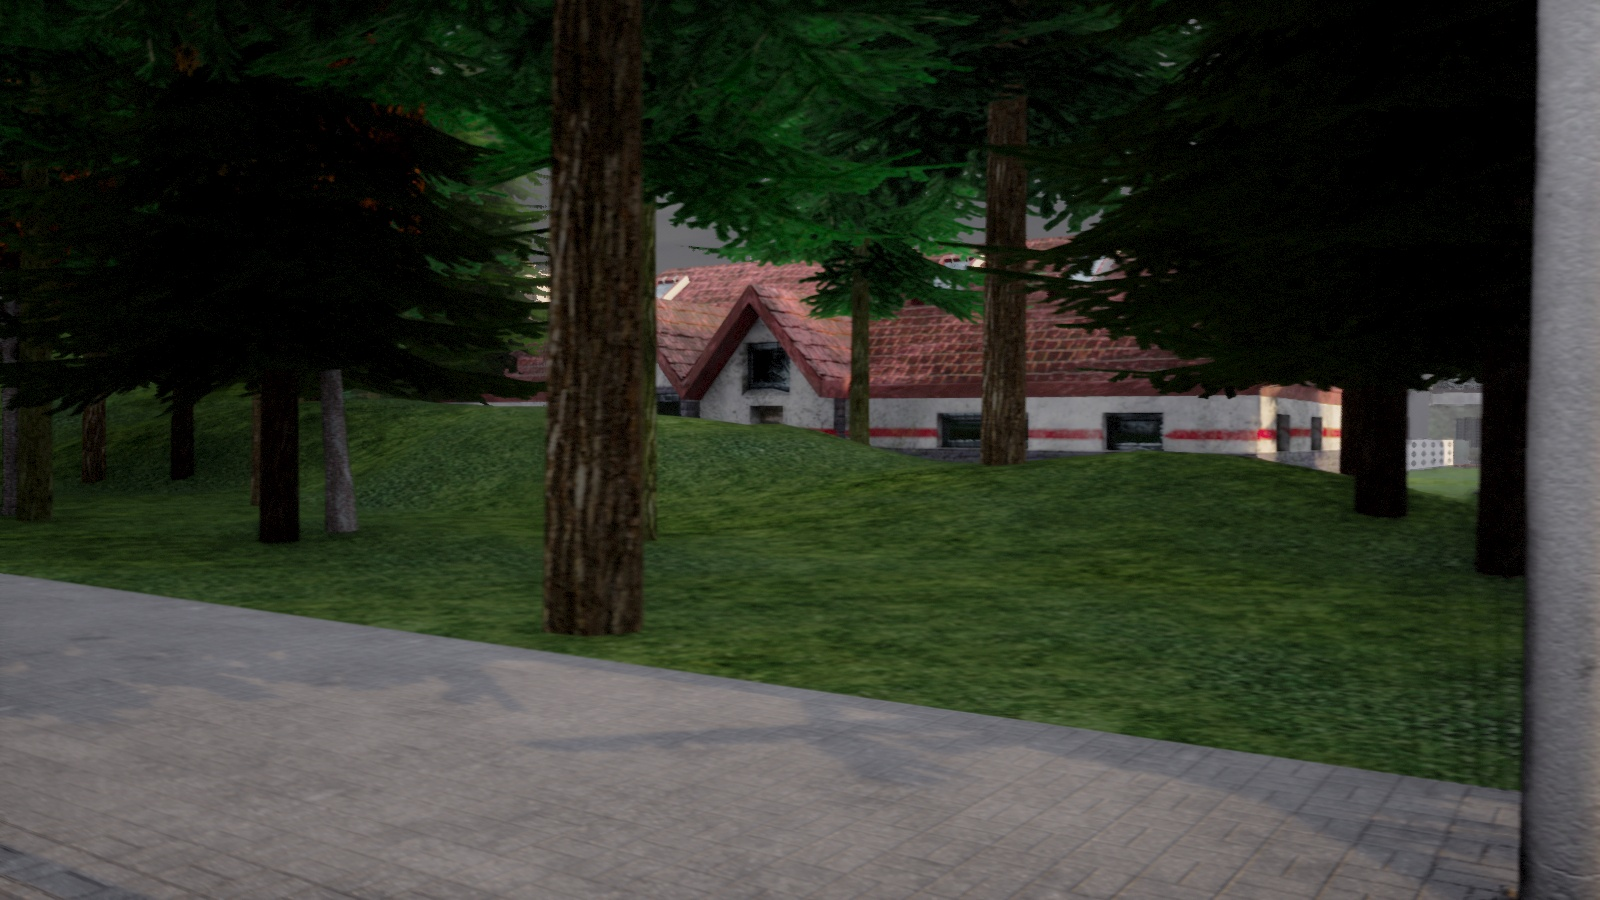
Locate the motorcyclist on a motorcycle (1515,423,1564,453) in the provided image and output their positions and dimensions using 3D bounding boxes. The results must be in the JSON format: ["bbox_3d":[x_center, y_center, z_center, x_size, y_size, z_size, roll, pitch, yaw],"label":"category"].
[{"bbox_3d":[41.507,-0.656,70.490,2.350,1.649,0.766,0,1,34],"label":"motorcyclist on a motorcycle"}]

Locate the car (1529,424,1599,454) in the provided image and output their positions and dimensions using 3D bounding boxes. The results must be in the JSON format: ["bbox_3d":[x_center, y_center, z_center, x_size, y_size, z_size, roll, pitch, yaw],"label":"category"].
[{"bbox_3d":[41.001,-0.594,66.025,4.514,1.525,2.007,0,1,34],"label":"car"}]
